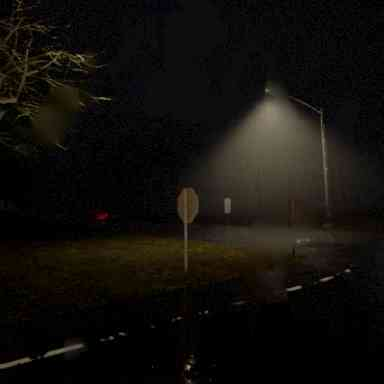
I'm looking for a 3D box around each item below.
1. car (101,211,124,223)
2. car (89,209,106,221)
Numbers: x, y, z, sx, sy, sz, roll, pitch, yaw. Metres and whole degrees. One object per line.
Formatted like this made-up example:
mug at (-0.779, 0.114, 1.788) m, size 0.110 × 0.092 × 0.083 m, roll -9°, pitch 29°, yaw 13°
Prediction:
car at (-12.810, 4.277, 54.588) m, size 1.994 × 1.385 × 4.181 m, roll -1°, pitch -2°, yaw -33°
car at (-17.126, 4.244, 60.788) m, size 2.150 × 2.045 × 5.566 m, roll -1°, pitch -1°, yaw -35°
